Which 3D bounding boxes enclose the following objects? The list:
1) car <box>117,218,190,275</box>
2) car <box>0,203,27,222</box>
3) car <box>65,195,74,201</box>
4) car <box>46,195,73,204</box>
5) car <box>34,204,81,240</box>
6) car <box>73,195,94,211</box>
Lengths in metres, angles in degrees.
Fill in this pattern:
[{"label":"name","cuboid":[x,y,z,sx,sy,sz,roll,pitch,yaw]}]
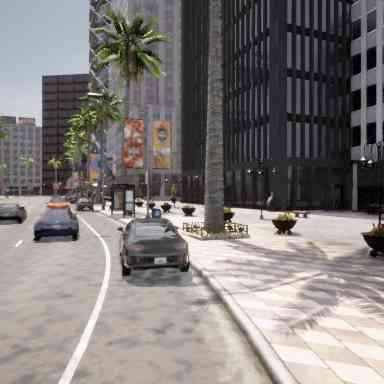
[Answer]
[{"label":"car","cuboid":[-1.312,1.525,10.435,1.812,1.442,4.674,0,0,-13]},{"label":"car","cuboid":[-13.941,1.552,25.565,1.994,1.385,4.181,0,0,-22]},{"label":"car","cuboid":[-32.535,1.487,88.208,2.161,1.482,4.786,0,0,-23]},{"label":"car","cuboid":[-12.998,1.342,32.215,2.097,1.767,4.553,0,0,-22]},{"label":"car","cuboid":[-6.965,1.559,17.271,1.994,1.385,4.181,0,0,-20]},{"label":"car","cuboid":[-13.163,1.471,40.701,2.231,1.521,4.892,0,0,-23]}]
